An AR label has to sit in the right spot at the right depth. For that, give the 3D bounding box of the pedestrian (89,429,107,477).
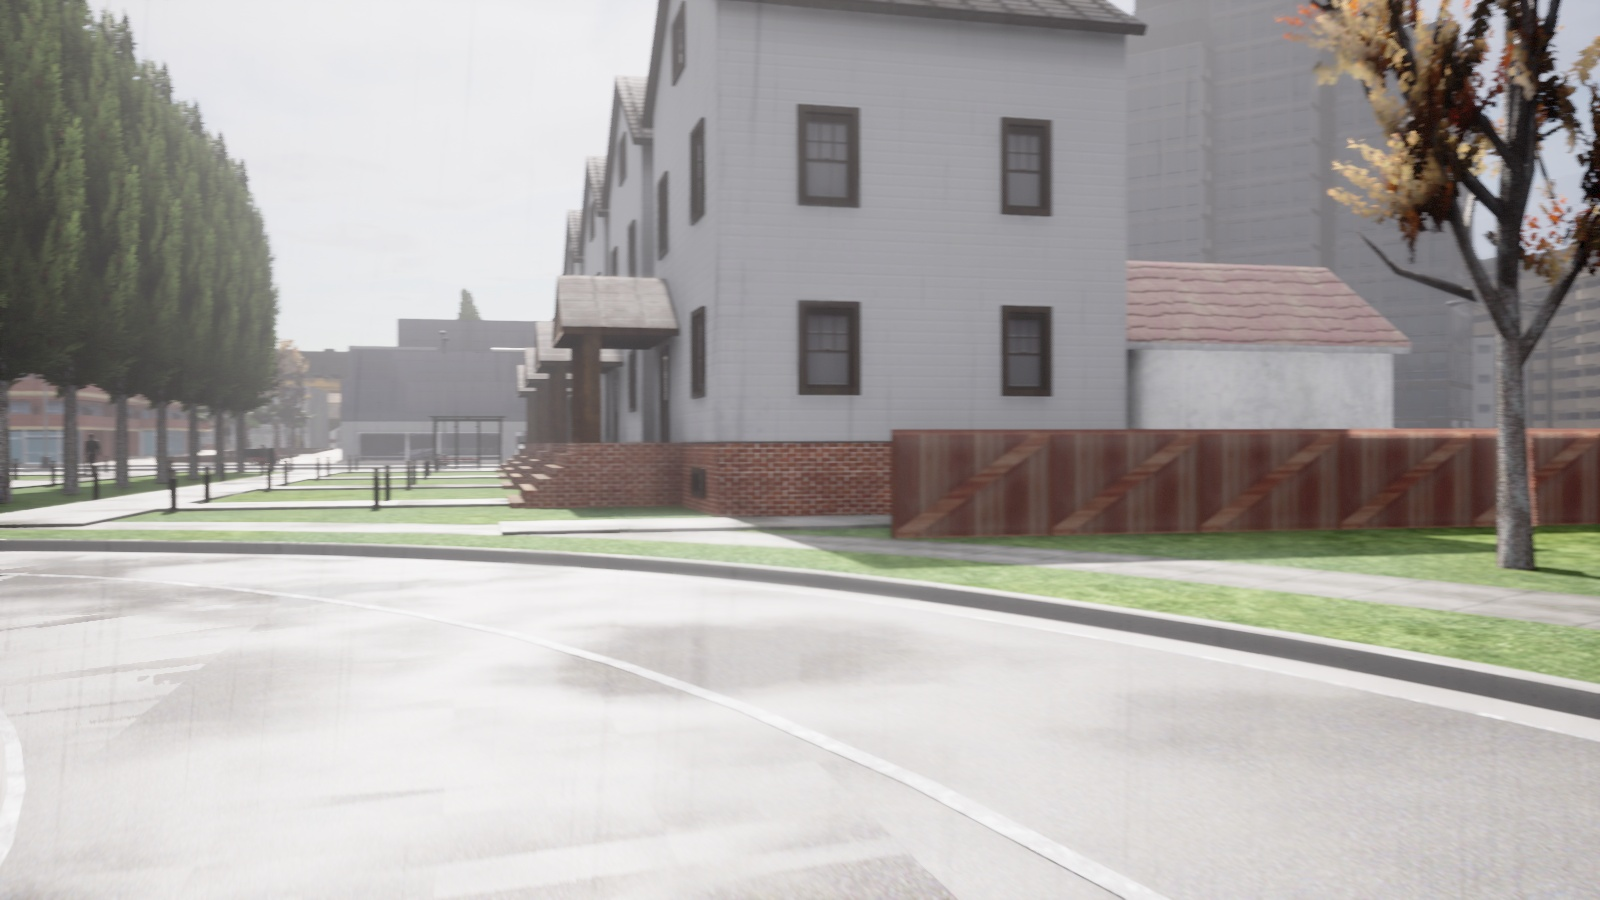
[{"bbox_3d":[-28.731,0.111,51.425,0.423,1.949,0.788,0,0,-12],"label":"pedestrian"}]

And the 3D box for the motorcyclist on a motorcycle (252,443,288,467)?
[{"bbox_3d":[-34.987,0.320,82.909,2.044,1.523,0.797,0,0,-14],"label":"motorcyclist on a motorcycle"}]
